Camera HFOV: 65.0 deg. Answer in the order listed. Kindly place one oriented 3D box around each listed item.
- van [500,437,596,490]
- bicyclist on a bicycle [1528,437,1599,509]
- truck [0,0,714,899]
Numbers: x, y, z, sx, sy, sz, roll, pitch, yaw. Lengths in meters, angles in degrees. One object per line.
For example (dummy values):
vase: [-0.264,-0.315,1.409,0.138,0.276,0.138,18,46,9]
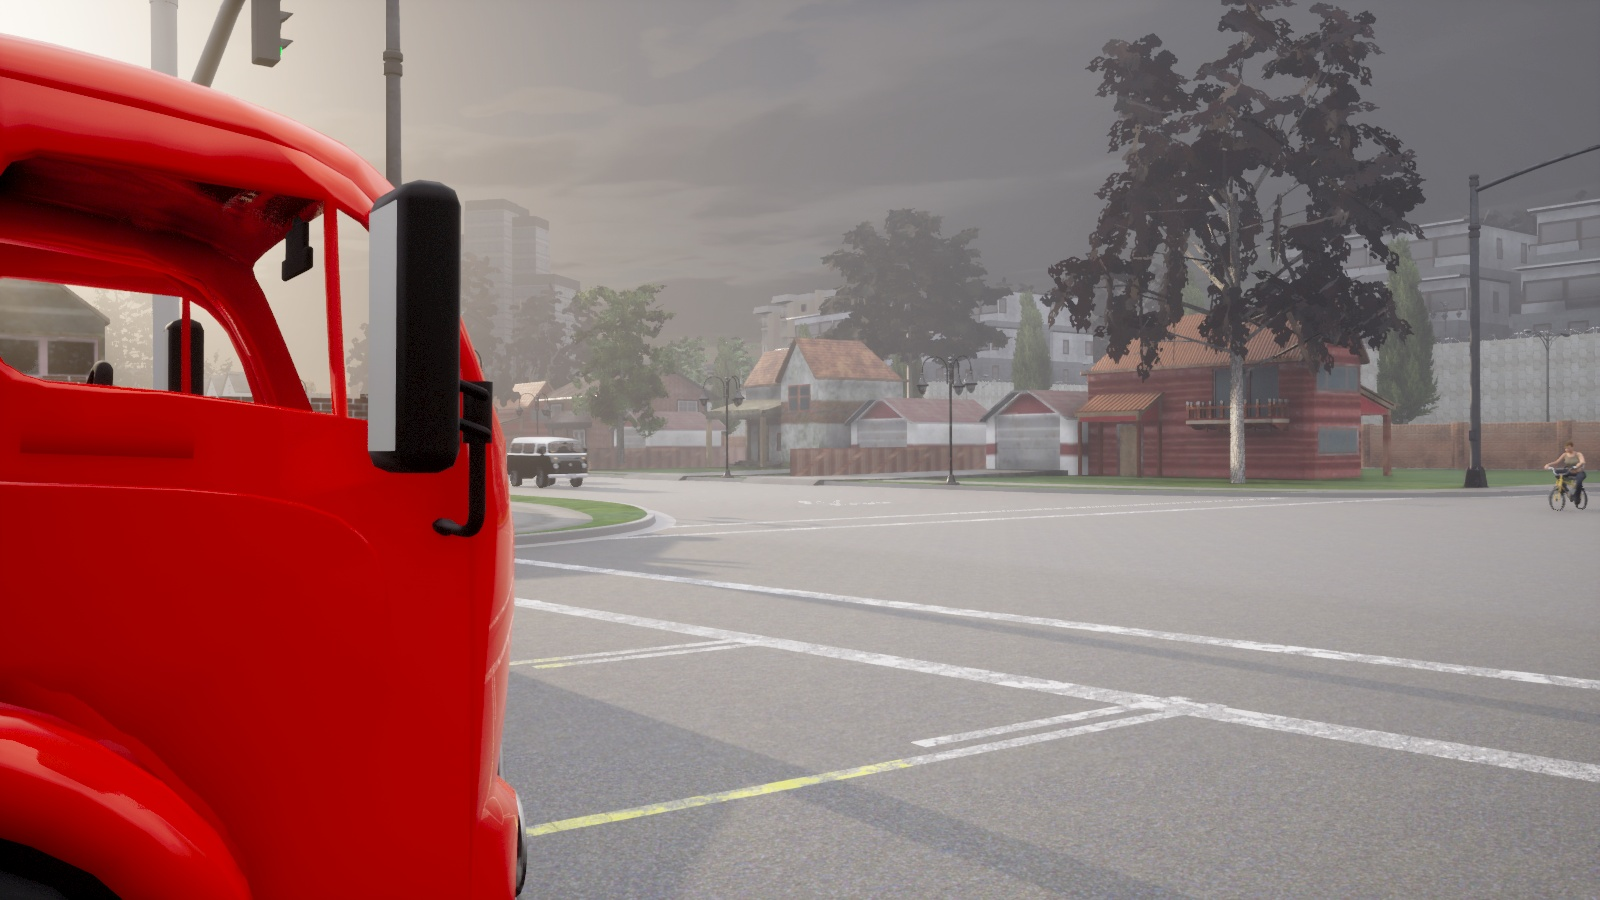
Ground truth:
van: [-10.166,0.524,50.502,2.069,2.038,4.480,-1,0,-36]
bicyclist on a bicycle: [17.560,0.521,28.752,1.509,1.612,0.866,-1,-1,-30]
truck: [-3.027,0.263,1.582,5.204,2.467,2.627,0,0,-34]
